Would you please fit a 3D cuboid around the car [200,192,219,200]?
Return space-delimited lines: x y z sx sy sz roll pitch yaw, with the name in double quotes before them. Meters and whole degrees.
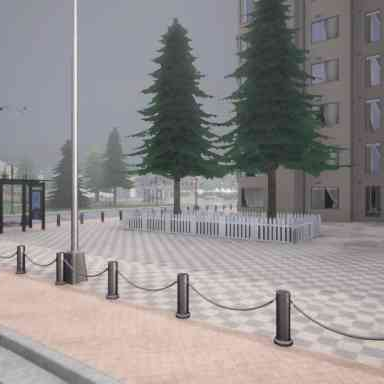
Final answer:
"car" 5.155 1.384 91.423 3.806 1.475 1.970 0 0 35

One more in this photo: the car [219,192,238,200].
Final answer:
"car" 9.519 1.374 84.721 3.633 1.501 1.845 0 0 35
